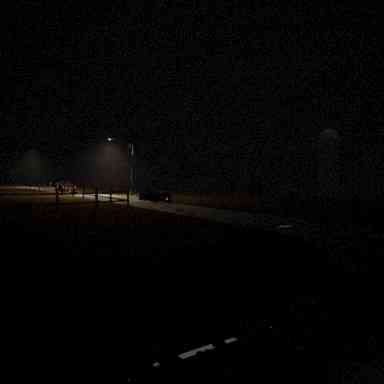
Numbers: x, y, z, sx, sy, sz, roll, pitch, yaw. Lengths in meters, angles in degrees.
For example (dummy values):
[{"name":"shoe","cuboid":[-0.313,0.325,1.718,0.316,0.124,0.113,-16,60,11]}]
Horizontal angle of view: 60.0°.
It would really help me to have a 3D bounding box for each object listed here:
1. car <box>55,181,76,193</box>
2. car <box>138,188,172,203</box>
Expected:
[{"name":"car","cuboid":[-18.908,-0.830,49.814,2.097,1.767,4.553,2,1,-36]},{"name":"car","cuboid":[-3.719,0.343,33.480,1.812,1.442,4.674,2,2,-36]}]
